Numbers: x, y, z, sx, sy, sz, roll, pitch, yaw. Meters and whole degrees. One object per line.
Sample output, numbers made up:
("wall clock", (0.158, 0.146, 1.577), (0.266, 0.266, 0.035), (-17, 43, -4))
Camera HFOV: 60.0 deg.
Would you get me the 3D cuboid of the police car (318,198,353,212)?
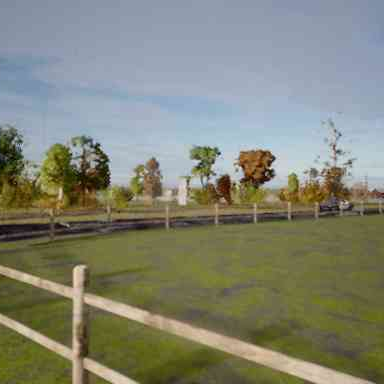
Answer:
("police car", (16.587, 1.479, 38.700), (4.974, 1.542, 2.038), (0, 1, -35))
